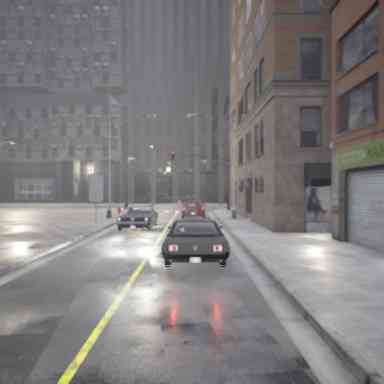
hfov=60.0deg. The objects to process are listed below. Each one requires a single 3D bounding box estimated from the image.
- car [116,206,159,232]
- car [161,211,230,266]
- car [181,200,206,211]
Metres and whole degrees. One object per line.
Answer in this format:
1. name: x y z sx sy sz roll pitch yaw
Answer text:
1. car: -3.082 1.484 19.499 1.895 1.301 4.718 0 0 0
2. car: 0.100 1.533 11.188 1.895 1.301 4.718 0 0 0
3. car: 0.105 1.368 26.273 1.812 1.442 4.674 0 0 0
